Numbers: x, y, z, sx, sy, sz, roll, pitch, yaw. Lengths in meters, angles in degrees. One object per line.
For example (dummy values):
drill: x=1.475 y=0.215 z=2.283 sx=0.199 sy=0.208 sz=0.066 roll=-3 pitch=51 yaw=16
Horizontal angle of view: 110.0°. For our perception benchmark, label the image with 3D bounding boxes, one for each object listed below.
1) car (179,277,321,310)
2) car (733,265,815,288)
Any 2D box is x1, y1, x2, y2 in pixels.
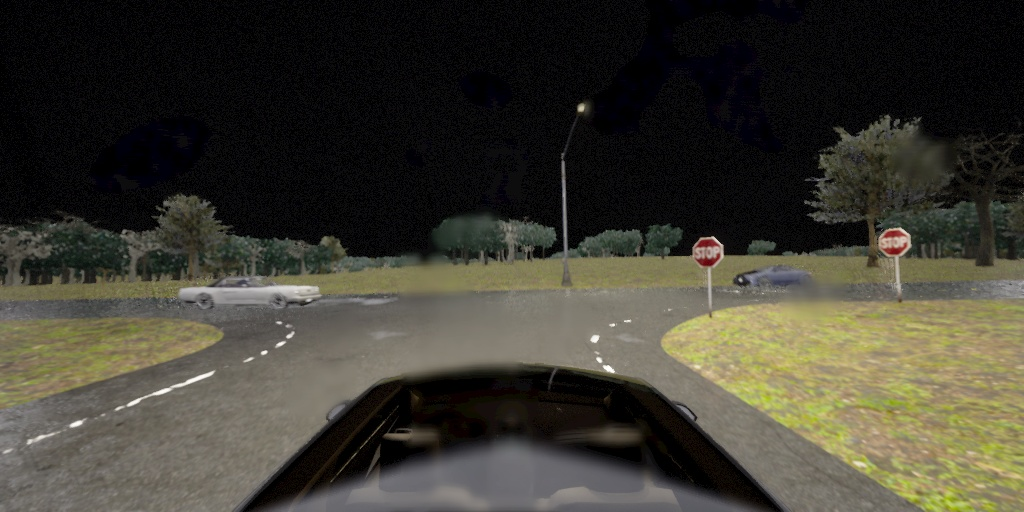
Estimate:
car: x=-10.643 y=1.511 z=14.863 sx=4.718 sy=1.301 sz=1.895 roll=0 pitch=-3 yaw=0
car: x=16.125 y=1.265 z=22.204 sx=4.181 sy=1.385 sz=1.994 roll=-1 pitch=-3 yaw=-1
